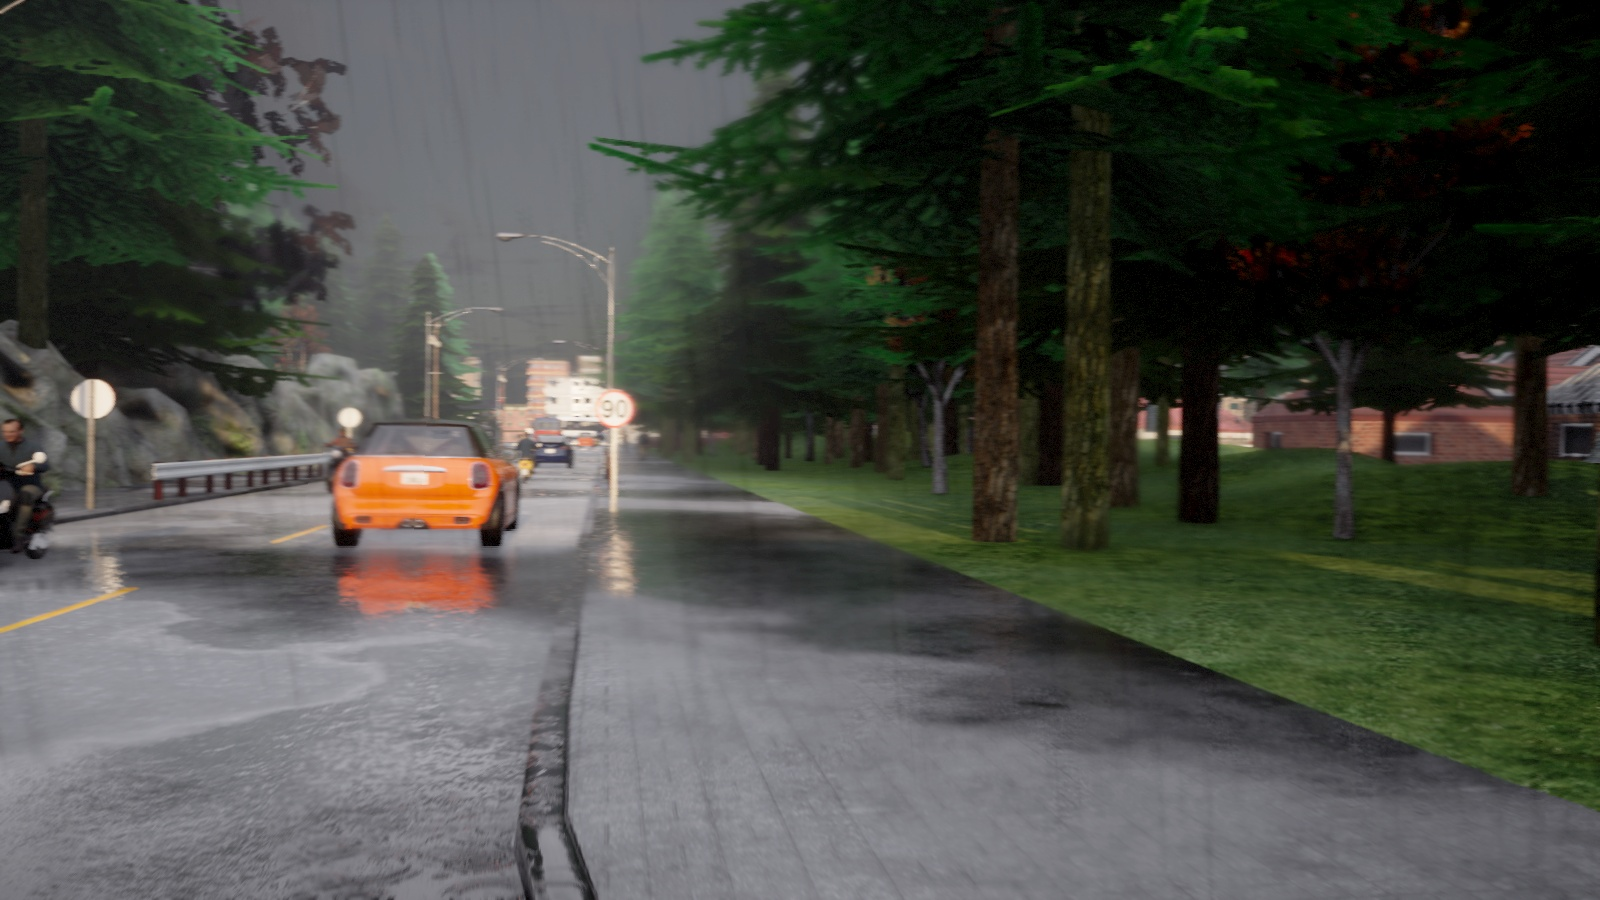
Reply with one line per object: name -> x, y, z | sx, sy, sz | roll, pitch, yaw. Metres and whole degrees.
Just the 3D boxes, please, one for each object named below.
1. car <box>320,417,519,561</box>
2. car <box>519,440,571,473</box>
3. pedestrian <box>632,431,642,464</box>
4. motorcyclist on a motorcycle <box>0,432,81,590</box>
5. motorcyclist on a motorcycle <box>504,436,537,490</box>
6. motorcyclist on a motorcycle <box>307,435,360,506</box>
car -> -5.214, 0.460, 17.840 | 2.097, 1.767, 4.553 | 0, 1, -9
car -> -11.816, 0.272, 58.532 | 2.163, 1.488, 4.792 | 0, 1, -9
pedestrian -> -9.280, -0.148, 71.521 | 0.402, 1.842, 0.726 | 0, 1, 5
motorcyclist on a motorcycle -> -8.550, 0.612, 13.468 | 0.866, 1.590, 1.817 | 0, 1, -9
motorcyclist on a motorcycle -> -8.670, 0.383, 39.005 | 0.866, 1.590, 1.817 | 0, 2, -9
motorcyclist on a motorcycle -> -11.359, 0.470, 30.656 | 0.766, 1.649, 2.350 | 0, 1, -9
